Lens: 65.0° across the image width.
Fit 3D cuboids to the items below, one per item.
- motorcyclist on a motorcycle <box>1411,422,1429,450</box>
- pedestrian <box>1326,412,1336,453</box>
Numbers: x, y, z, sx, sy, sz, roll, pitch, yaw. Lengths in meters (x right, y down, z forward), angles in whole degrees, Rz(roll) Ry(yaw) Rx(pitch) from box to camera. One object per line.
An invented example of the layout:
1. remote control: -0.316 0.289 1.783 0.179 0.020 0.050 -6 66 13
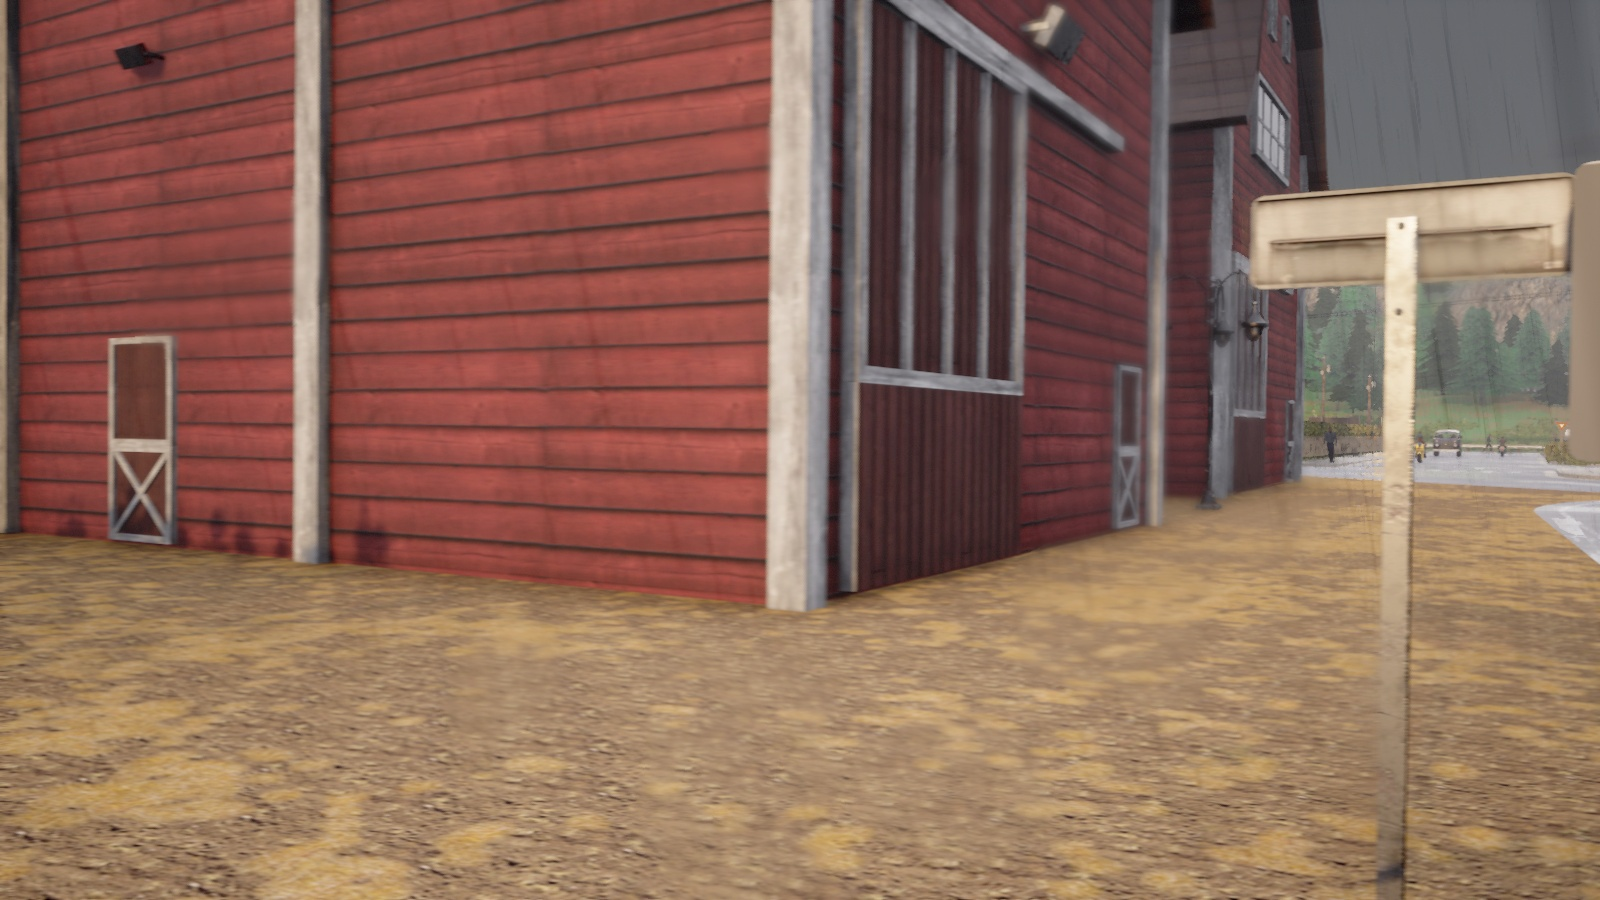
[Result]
1. motorcyclist on a motorcycle: 34.411 -0.760 69.690 0.797 1.523 2.044 0 1 30
2. pedestrian: 25.824 -0.850 61.091 0.423 1.949 0.788 0 1 24
